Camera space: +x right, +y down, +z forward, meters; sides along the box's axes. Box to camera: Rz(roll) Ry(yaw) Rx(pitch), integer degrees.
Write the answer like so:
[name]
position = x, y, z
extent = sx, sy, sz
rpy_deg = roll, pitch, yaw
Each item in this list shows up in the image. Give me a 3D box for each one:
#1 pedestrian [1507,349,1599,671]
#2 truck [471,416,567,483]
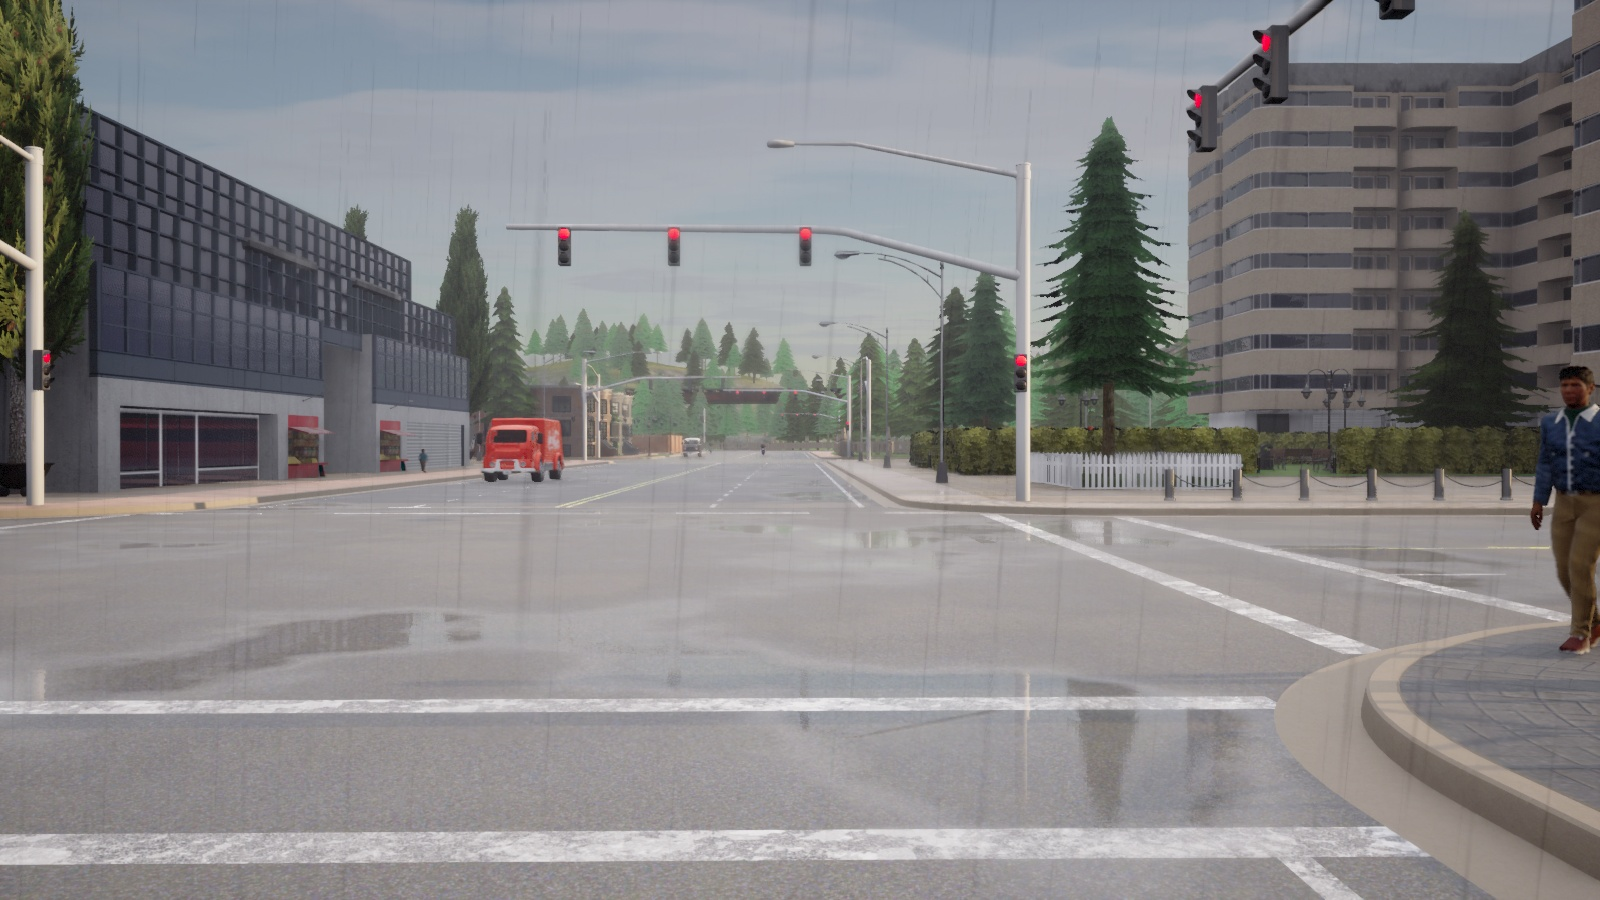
[pedestrian]
position = 4.942, 0.364, 7.962
extent = 0.788, 1.949, 0.423
rpy_deg = 0, 0, -27
[truck]
position = -10.936, -0.027, 49.336
extent = 2.627, 2.467, 5.204
rpy_deg = 0, 0, 0
